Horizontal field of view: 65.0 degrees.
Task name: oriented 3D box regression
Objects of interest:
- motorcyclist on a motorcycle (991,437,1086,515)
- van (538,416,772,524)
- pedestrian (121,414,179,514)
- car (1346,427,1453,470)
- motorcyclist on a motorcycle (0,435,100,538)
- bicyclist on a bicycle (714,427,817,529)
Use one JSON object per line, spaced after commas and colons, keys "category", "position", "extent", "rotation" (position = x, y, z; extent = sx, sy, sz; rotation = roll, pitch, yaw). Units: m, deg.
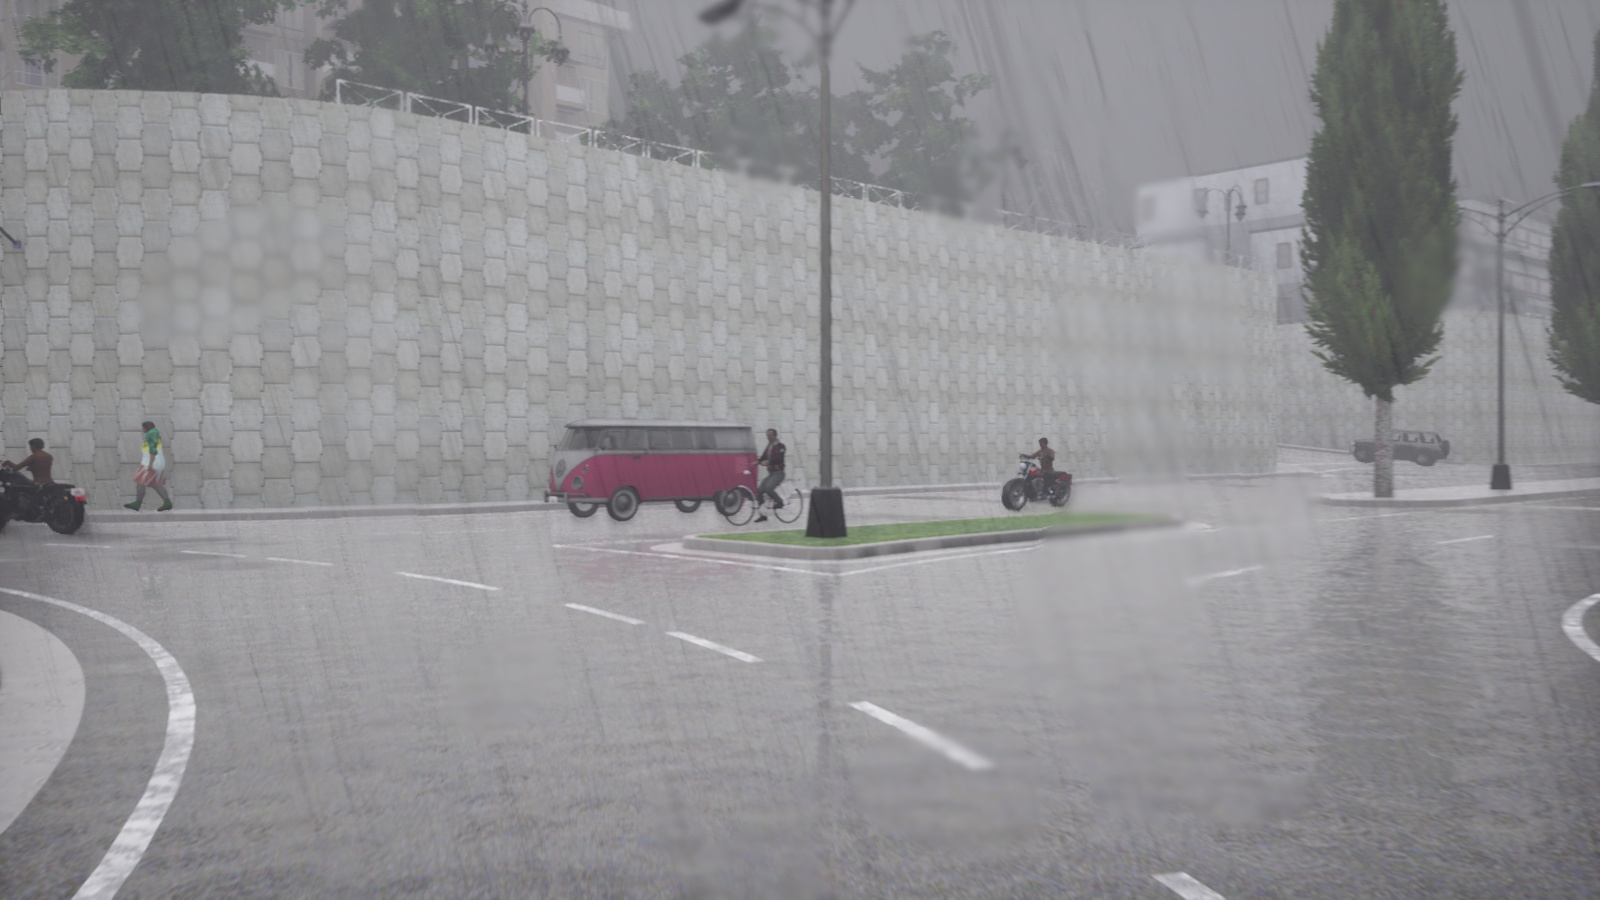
{"category": "motorcyclist on a motorcycle", "position": [5.268, 0.537, 27.646], "extent": [2.350, 1.649, 0.766], "rotation": [-1, 1, -41]}
{"category": "van", "position": [-2.849, 0.359, 25.302], "extent": [4.442, 1.987, 1.775], "rotation": [0, 0, -40]}
{"category": "pedestrian", "position": [-12.955, 0.271, 25.048], "extent": [0.873, 1.952, 0.659], "rotation": [0, 0, -12]}
{"category": "car", "position": [30.814, -0.127, 64.606], "extent": [4.605, 1.855, 1.932], "rotation": [5, 5, 36]}
{"category": "motorcyclist on a motorcycle", "position": [-12.917, 0.589, 20.937], "extent": [2.350, 1.649, 0.766], "rotation": [0, 1, 18]}
{"category": "bicyclist on a bicycle", "position": [-0.603, 0.490, 22.626], "extent": [1.843, 1.776, 0.659], "rotation": [0, 0, -40]}
